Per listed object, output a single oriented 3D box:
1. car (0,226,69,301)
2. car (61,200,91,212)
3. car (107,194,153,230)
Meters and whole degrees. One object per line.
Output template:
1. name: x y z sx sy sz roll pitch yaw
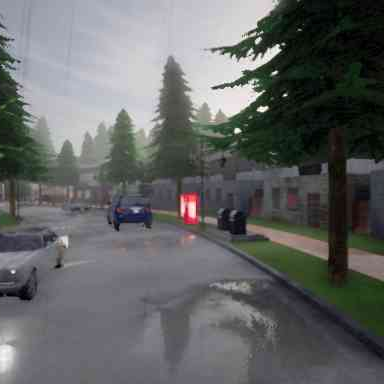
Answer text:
1. car: -4.445 1.587 8.251 1.895 1.301 4.718 0 0 -10
2. car: -12.913 1.501 36.798 1.895 1.301 4.718 -1 0 -37
3. car: -4.005 1.146 20.870 2.150 2.045 5.566 0 0 -20
